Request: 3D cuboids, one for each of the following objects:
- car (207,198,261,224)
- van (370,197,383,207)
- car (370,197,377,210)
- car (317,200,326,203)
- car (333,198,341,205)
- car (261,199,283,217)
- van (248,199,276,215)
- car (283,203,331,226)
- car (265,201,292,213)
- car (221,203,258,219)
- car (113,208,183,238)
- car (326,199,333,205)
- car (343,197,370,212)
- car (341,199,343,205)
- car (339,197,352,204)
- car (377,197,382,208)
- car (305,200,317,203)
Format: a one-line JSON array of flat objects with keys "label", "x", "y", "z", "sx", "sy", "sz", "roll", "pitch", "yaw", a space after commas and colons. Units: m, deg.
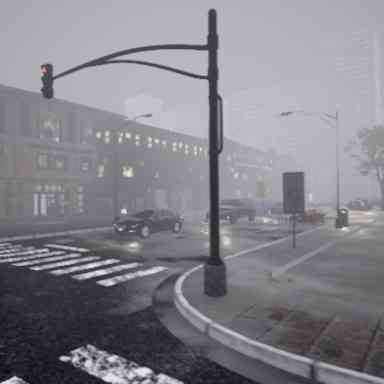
[{"label": "car", "x": 3.447, "y": 1.510, "z": 27.830, "sx": 2.150, "sy": 2.045, "sz": 5.566, "roll": -1, "pitch": -1, "yaw": 35}, {"label": "van", "x": 34.233, "y": 1.800, "z": 61.573, "sx": 1.690, "sy": 1.788, "sz": 3.998, "roll": -1, "pitch": -1, "yaw": 35}, {"label": "car", "x": 24.701, "y": 1.681, "z": 48.010, "sx": 2.192, "sy": 1.841, "sz": 5.009, "roll": -1, "pitch": -1, "yaw": 35}, {"label": "car", "x": 21.024, "y": 2.053, "z": 57.345, "sx": 2.008, "sy": 1.369, "sz": 4.403, "roll": -1, "pitch": -1, "yaw": 35}, {"label": "car", "x": 30.555, "y": 2.037, "z": 70.909, "sx": 1.967, "sy": 1.590, "sz": 4.097, "roll": -1, "pitch": -1, "yaw": 35}, {"label": "car", "x": 9.354, "y": 1.831, "z": 36.207, "sx": 2.128, "sy": 1.511, "sz": 4.902, "roll": -1, "pitch": -1, "yaw": 35}, {"label": "van", "x": 8.312, "y": 1.723, "z": 39.264, "sx": 1.690, "sy": 1.788, "sz": 3.998, "roll": -1, "pitch": -1, "yaw": 35}, {"label": "car", "x": 8.860, "y": 1.765, "z": 25.373, "sx": 1.887, "sy": 1.381, "sz": 4.507, "roll": -1, "pitch": -1, "yaw": 35}, {"label": "car", "x": 11.492, "y": 1.961, "z": 43.782, "sx": 2.008, "sy": 1.369, "sz": 4.403, "roll": -1, "pitch": -1, "yaw": 35}, {"label": "car", "x": 5.039, "y": 1.878, "z": 34.601, "sx": 1.752, "sy": 1.417, "sz": 4.829, "roll": -1, "pitch": -1, "yaw": 35}, {"label": "car", "x": -2.429, "y": 1.747, "z": 19.504, "sx": 1.837, "sy": 1.490, "sz": 4.892, "roll": -1, "pitch": -1, "yaw": 34}, {"label": "car", "x": 24.202, "y": 2.084, "z": 61.867, "sx": 2.008, "sy": 1.369, "sz": 4.403, "roll": -1, "pitch": -1, "yaw": 35}, {"label": "car", "x": 21.524, "y": 1.775, "z": 43.487, "sx": 1.967, "sy": 1.590, "sz": 4.097, "roll": -1, "pitch": -1, "yaw": 35}, {"label": "car", "x": 27.015, "y": 1.989, "z": 55.787, "sx": 2.033, "sy": 1.411, "sz": 5.357, "roll": -1, "pitch": -1, "yaw": 35}, {"label": "car", "x": 36.910, "y": 2.103, "z": 79.951, "sx": 1.967, "sy": 1.590, "sz": 4.097, "roll": -1, "pitch": -1, "yaw": 35}, {"label": "car", "x": 31.056, "y": 1.743, "z": 57.053, "sx": 2.192, "sy": 1.841, "sz": 5.009, "roll": -1, "pitch": -1, "yaw": 35}, {"label": "car", "x": 17.847, "y": 2.022, "z": 52.824, "sx": 2.008, "sy": 1.369, "sz": 4.403, "roll": -1, "pitch": -1, "yaw": 35}]
